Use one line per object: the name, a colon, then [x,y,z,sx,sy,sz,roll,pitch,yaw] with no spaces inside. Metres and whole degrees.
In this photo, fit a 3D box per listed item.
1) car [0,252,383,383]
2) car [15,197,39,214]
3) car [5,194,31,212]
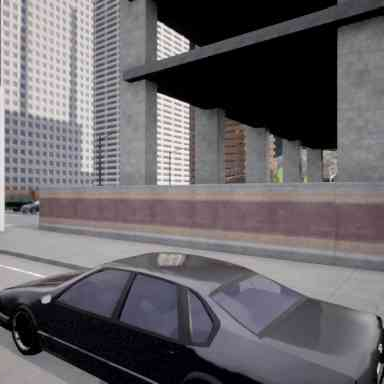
car: [-0.449,1.547,4.312,5.357,1.411,2.033,0,0,35]
car: [-15.766,1.526,35.386,1.812,1.442,4.674,0,0,36]
car: [-19.907,1.221,35.664,2.150,2.045,5.566,0,0,36]
